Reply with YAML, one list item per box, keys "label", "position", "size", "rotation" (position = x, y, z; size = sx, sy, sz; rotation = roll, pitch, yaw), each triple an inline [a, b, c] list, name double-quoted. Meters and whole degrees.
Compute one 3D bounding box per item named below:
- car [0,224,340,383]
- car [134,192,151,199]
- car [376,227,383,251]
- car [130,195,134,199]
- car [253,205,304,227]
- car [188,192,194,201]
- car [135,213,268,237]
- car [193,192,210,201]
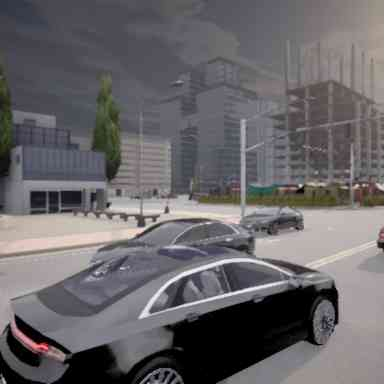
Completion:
- label: "car"
  position: [0.186, 1.482, 4.543]
  size: [4.902, 1.511, 2.128]
  rotation: [0, 0, -40]
- label: "car"
  position: [-12.681, 1.033, 88.811]
  size: [3.866, 1.878, 1.905]
  rotation: [0, 0, -44]
- label: "car"
  position: [8.567, 1.478, 12.383]
  size: [5.357, 1.411, 2.033]
  rotation: [0, 0, -45]
- label: "car"
  position: [-14.643, 1.036, 90.939]
  size: [4.605, 1.855, 1.932]
  rotation: [0, 0, -44]
- label: "car"
  position: [4.543, 1.464, 18.406]
  size: [4.674, 1.442, 1.812]
  rotation: [0, 0, -45]
- label: "car"
  position: [0.917, 0.993, 74.662]
  size: [3.866, 1.878, 1.905]
  rotation: [0, 0, -44]
- label: "car"
  position: [-0.273, 1.488, 8.856]
  size: [4.892, 1.490, 1.837]
  rotation: [0, 0, -42]
- label: "car"
  position: [2.912, 1.227, 72.564]
  size: [3.806, 1.475, 1.970]
  rotation: [0, 0, -44]
